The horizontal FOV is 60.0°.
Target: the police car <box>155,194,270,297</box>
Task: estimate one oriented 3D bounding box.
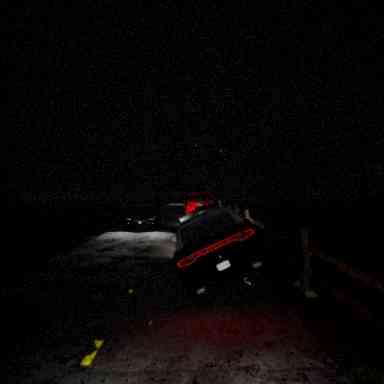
[{"bbox_3d":[0.489,1.157,8.689,1.930,1.638,5.238,-25,0,0],"label":"police car"}]

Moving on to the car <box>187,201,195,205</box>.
[{"bbox_3d":[0.800,1.458,18.571,1.812,1.442,4.674,0,0,0],"label":"car"}]

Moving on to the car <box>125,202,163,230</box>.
[{"bbox_3d":[-2.876,1.432,20.753,1.837,1.490,4.892,0,0,0],"label":"car"}]

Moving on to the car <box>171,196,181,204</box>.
[{"bbox_3d":[-2.871,1.517,63.004,2.033,1.411,5.357,0,0,1],"label":"car"}]

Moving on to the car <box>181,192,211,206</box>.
[{"bbox_3d":[0.689,1.092,24.512,2.150,2.045,5.566,-3,-2,3],"label":"car"}]

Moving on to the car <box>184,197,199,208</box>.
[{"bbox_3d":[-0.052,1.453,46.471,2.033,1.411,5.357,0,0,0],"label":"car"}]
